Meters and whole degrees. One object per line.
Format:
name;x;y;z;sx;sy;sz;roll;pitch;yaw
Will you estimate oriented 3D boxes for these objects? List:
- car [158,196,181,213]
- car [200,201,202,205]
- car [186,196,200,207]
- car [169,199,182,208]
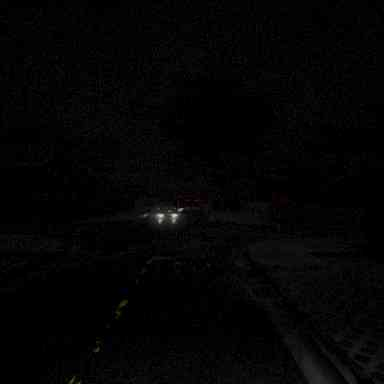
car;-2.851;1.475;40.243;2.150;2.045;5.566;0;-1;0
car;0.893;2.157;73.360;1.994;1.385;4.181;0;-1;13
car;-0.008;1.747;62.797;2.150;2.045;5.566;0;-1;1
car;-2.815;1.924;56.262;1.882;1.535;5.008;0;-1;0
